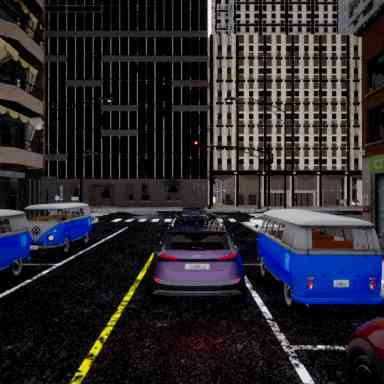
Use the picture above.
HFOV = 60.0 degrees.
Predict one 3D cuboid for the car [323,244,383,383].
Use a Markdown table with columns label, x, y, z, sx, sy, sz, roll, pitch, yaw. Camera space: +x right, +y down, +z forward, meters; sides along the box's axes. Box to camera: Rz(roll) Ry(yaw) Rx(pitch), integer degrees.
| label | x | y | z | sx | sy | sz | roll | pitch | yaw |
| --- | --- | --- | --- | --- | --- | --- | --- | --- | --- |
| car | 2.570 | 1.440 | 1.890 | 1.967 | 1.590 | 4.097 | 0 | 0 | 0 |

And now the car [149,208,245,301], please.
| label | x | y | z | sx | sy | sz | roll | pitch | yaw |
| --- | --- | --- | --- | --- | --- | --- | --- | --- | --- |
| car | 0.103 | 1.432 | 8.337 | 2.033 | 1.649 | 4.856 | 0 | 0 | 0 |

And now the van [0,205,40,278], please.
| label | x | y | z | sx | sy | sz | roll | pitch | yaw |
| --- | --- | --- | --- | --- | --- | --- | --- | --- | --- |
| van | -5.308 | 1.343 | 7.578 | 1.690 | 1.788 | 3.998 | 0 | 0 | 0 |

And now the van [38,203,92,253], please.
| label | x | y | z | sx | sy | sz | roll | pitch | yaw |
| --- | --- | --- | --- | --- | --- | --- | --- | --- | --- |
| van | -5.305 | 1.345 | 13.268 | 1.690 | 1.788 | 3.998 | 0 | 0 | 0 |

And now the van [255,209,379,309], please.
| label | x | y | z | sx | sy | sz | roll | pitch | yaw |
| --- | --- | --- | --- | --- | --- | --- | --- | --- | --- |
| van | 2.573 | 1.343 | 7.580 | 1.690 | 1.788 | 3.998 | 0 | 0 | 0 |
